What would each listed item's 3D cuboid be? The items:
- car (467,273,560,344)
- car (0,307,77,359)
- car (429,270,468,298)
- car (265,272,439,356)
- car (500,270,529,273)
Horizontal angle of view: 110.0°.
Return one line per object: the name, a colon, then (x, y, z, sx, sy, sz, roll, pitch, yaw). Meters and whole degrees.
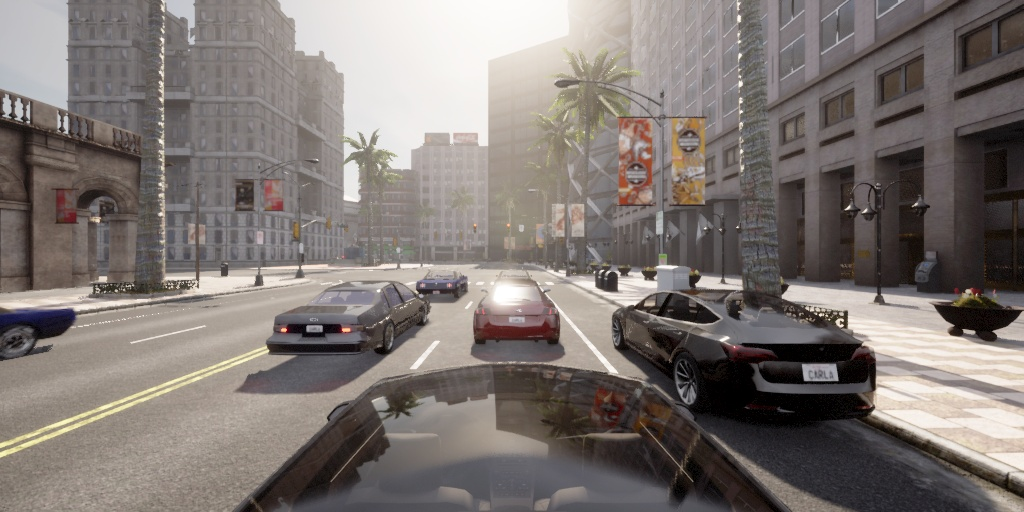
car: (0.103, 1.314, 9.568, 1.994, 1.385, 4.181, 0, 0, 0)
car: (-10.591, 1.351, 5.664, 1.895, 1.301, 4.718, 0, 0, 0)
car: (-3.396, 1.351, 18.335, 1.895, 1.301, 4.718, 0, 0, 0)
car: (-3.400, 1.297, 8.686, 2.033, 1.411, 5.357, 0, 0, 0)
car: (0.105, 1.351, 18.376, 1.895, 1.301, 4.718, 0, 0, 0)
